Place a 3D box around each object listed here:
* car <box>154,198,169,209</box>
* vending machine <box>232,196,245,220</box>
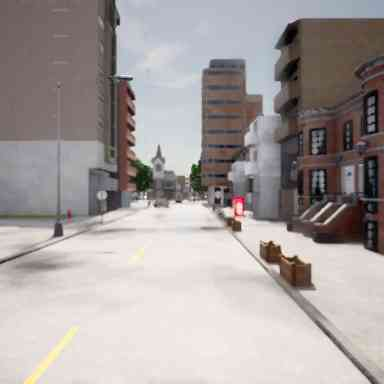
[{"bbox_3d":[-4.217,1.572,46.630,1.994,1.385,4.181,0,0,-1],"label":"car"},{"bbox_3d":[4.252,1.421,30.308,1.100,2.100,0.880,0,0,0],"label":"vending machine"}]
